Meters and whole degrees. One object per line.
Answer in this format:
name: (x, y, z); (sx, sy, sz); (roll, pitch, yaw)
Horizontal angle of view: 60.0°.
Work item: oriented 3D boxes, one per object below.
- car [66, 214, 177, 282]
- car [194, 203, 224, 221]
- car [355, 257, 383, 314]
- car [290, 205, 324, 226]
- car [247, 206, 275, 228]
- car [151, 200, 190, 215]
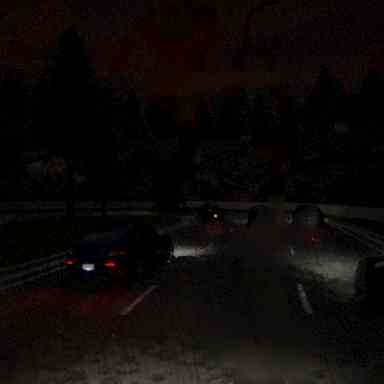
car: (-1.970, 1.633, 10.131); (1.812, 1.442, 4.674); (0, -1, 12)
car: (1.528, 1.834, 30.943); (1.837, 1.490, 4.892); (2, -1, -12)
car: (4.060, 1.547, 4.909); (2.128, 1.511, 4.902); (0, -1, 7)
car: (8.913, 1.787, 26.000); (1.837, 1.490, 4.892); (1, -1, 8)
car: (5.137, 1.744, 24.791); (1.882, 1.535, 5.008); (0, 0, 11)
car: (-2.638, 1.773, 39.866); (4.553, 1.767, 2.097); (0, -1, 27)
